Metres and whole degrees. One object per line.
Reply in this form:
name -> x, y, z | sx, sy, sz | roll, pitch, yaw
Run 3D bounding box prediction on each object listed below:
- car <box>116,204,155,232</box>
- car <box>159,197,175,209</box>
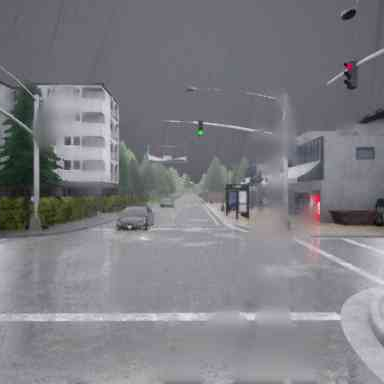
car -> -3.461, 1.589, 20.888 | 1.837, 1.490, 4.892 | 0, 3, 0
car -> -3.414, 1.548, 46.047 | 1.837, 1.490, 4.892 | 0, 2, 0
